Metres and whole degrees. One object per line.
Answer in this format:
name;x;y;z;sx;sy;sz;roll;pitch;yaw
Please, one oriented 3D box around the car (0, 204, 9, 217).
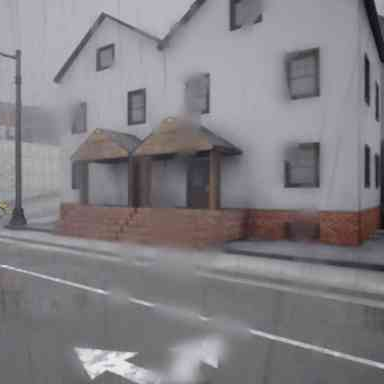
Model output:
car;-16.783;1.340;25.496;1.882;1.535;5.008;-1;3;32
